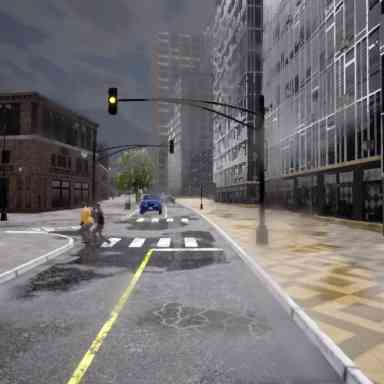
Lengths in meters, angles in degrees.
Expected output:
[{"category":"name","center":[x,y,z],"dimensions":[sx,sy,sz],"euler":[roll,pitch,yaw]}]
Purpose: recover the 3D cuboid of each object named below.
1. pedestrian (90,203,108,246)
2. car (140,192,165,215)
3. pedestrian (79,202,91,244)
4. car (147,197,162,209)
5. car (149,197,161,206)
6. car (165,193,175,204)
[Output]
[{"category":"pedestrian","center":[-3.824,1.295,13.675],"dimensions":[0.375,1.860,0.375],"euler":[1,-1,-2]},{"category":"car","center":[-4.191,1.219,34.934],"dimensions":[2.150,2.045,5.566],"euler":[0,0,-4]},{"category":"pedestrian","center":[-4.481,1.294,14.114],"dimensions":[0.375,1.860,0.375],"euler":[1,-1,-2]},{"category":"car","center":[-5.051,1.472,45.266],"dimensions":[1.882,1.535,5.008],"euler":[0,0,-5]},{"category":"car","center":[-6.266,1.555,56.906],"dimensions":[1.994,1.385,4.181],"euler":[0,0,-6]},{"category":"car","center":[-4.305,1.499,64.333],"dimensions":[1.837,1.490,4.892],"euler":[0,0,-8]}]
